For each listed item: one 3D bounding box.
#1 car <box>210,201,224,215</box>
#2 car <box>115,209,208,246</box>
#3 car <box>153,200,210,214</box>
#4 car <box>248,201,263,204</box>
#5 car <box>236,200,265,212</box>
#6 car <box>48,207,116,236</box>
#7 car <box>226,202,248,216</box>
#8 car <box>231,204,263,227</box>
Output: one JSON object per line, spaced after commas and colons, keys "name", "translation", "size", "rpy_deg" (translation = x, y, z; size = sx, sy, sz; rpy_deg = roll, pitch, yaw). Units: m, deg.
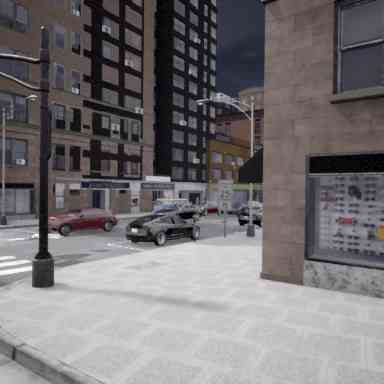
{"name": "car", "translation": [1.379, 1.644, 34.797], "size": [1.967, 1.590, 4.097], "rpy_deg": [0, 0, 36]}
{"name": "car", "translation": [-1.338, 1.764, 16.433], "size": [1.947, 1.339, 4.313], "rpy_deg": [0, 0, 36]}
{"name": "car", "translation": [-1.015, 1.672, 27.066], "size": [2.128, 1.511, 4.902], "rpy_deg": [1, 0, 36]}
{"name": "car", "translation": [7.925, 1.792, 34.009], "size": [1.882, 1.535, 5.008], "rpy_deg": [1, 0, 36]}
{"name": "car", "translation": [7.701, 1.822, 43.581], "size": [1.752, 1.417, 4.829], "rpy_deg": [0, 0, 36]}
{"name": "car", "translation": [-6.479, 1.633, 19.474], "size": [1.812, 1.442, 4.674], "rpy_deg": [1, 0, 37]}
{"name": "car", "translation": [5.084, 1.812, 35.530], "size": [2.033, 1.411, 5.357], "rpy_deg": [1, 0, 36]}
{"name": "car", "translation": [5.085, 1.850, 25.355], "size": [1.947, 1.339, 4.313], "rpy_deg": [0, 0, 36]}
